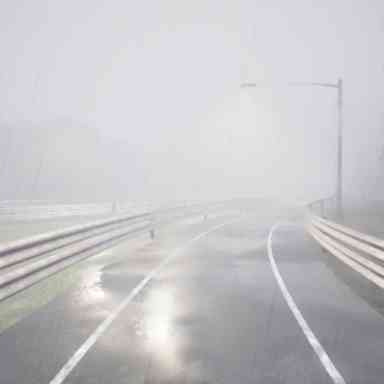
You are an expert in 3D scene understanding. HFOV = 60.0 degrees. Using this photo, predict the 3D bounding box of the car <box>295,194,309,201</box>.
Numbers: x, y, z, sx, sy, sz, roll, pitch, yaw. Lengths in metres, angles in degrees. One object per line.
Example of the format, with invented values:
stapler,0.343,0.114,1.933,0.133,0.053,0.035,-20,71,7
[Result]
car,26.061,1.297,78.960,2.128,1.511,4.902,0,0,41

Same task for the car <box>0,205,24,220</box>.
car,-17.283,1.729,28.925,2.128,1.511,4.902,0,1,41

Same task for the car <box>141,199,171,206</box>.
car,-4.772,1.591,43.371,1.812,1.442,4.674,0,1,41

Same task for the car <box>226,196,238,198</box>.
car,7.021,1.460,56.982,1.812,1.442,4.674,0,1,41
